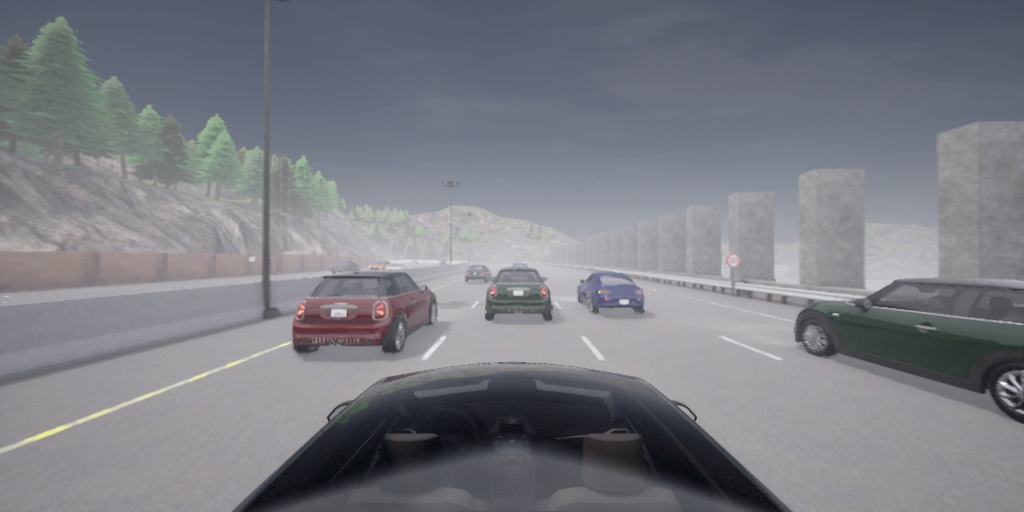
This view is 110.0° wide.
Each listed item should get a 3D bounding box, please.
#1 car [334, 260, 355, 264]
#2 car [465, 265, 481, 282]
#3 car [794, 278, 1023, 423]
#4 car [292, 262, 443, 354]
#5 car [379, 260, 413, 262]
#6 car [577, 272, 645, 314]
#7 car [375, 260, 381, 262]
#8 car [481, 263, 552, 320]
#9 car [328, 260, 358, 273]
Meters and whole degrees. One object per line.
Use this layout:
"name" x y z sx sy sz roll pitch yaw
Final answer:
"car" -20.360 1.498 44.012 1.837 1.490 4.892 0 0 1
"car" -2.865 1.475 30.830 2.033 1.411 5.357 0 0 1
"car" 7.130 1.132 5.846 2.097 1.767 4.553 0 0 1
"car" -3.333 1.145 9.080 2.097 1.767 4.553 0 0 1
"car" -13.390 1.512 41.562 1.812 1.442 4.674 0 0 1
"car" 3.752 1.355 14.139 1.812 1.442 4.674 0 0 1
"car" -16.889 1.364 46.217 2.097 1.767 4.553 0 0 0
"car" 0.238 1.172 13.128 2.097 1.767 4.553 0 0 1
"car" -23.906 1.388 50.823 2.097 1.767 4.553 0 0 0
